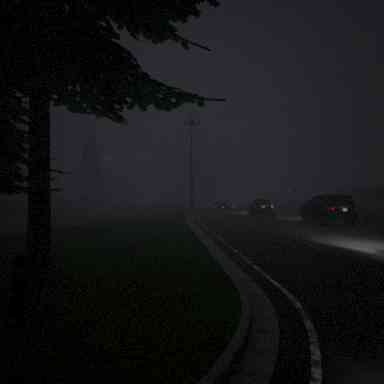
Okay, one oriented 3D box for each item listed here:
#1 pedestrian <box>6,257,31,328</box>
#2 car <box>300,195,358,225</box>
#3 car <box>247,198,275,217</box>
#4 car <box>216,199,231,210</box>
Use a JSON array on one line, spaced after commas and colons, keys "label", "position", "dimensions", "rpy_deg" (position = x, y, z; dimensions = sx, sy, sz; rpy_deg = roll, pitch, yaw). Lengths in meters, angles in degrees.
[{"label": "pedestrian", "position": [-2.662, 1.144, 5.177], "dimensions": [0.375, 1.860, 0.375], "rpy_deg": [0, 0, 30]}, {"label": "car", "position": [9.683, 1.221, 23.915], "dimensions": [2.150, 2.045, 5.566], "rpy_deg": [0, 0, -2]}, {"label": "car", "position": [6.441, 1.351, 31.585], "dimensions": [2.097, 1.767, 4.553], "rpy_deg": [0, 0, 4]}, {"label": "car", "position": [4.126, 1.601, 43.370], "dimensions": [1.895, 1.301, 4.718], "rpy_deg": [0, 0, 7]}]
